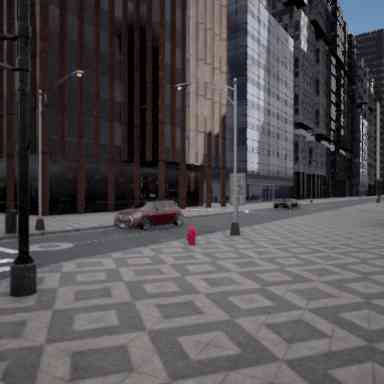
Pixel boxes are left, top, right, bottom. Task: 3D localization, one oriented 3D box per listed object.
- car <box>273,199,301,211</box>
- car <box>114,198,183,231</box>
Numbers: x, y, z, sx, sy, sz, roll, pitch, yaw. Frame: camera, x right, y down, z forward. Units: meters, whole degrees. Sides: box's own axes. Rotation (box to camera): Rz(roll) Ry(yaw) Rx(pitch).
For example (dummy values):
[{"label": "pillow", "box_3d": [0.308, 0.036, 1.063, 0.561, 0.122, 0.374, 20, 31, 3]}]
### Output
[{"label": "car", "box_3d": [11.313, 1.466, 39.500, 1.895, 1.301, 4.718, 0, 0, 36]}, {"label": "car", "box_3d": [-2.530, 1.274, 20.184, 2.097, 1.767, 4.553, 0, 0, 35]}]
